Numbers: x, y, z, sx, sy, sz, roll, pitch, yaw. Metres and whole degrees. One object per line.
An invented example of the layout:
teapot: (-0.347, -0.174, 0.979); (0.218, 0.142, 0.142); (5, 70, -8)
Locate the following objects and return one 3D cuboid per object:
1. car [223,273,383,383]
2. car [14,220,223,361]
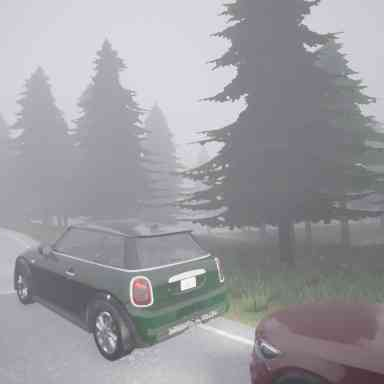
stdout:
car: (2.744, 1.531, 2.598); (4.674, 1.442, 1.812); (1, 0, 36)
car: (-1.580, 1.308, 6.226); (4.553, 1.767, 2.097); (1, 1, 44)
